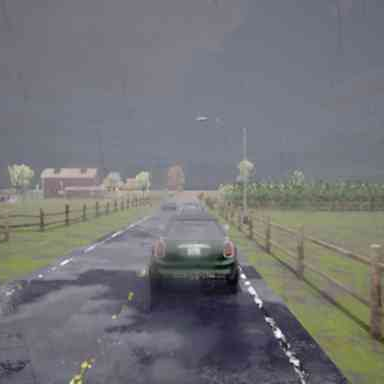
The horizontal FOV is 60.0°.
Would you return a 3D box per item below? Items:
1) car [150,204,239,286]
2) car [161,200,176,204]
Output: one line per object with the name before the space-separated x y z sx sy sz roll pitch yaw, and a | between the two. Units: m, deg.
car | 0.062 1.384 9.685 2.097 1.767 4.553 0 0 0
car | -2.842 1.672 41.786 2.033 1.411 5.357 0 0 0
